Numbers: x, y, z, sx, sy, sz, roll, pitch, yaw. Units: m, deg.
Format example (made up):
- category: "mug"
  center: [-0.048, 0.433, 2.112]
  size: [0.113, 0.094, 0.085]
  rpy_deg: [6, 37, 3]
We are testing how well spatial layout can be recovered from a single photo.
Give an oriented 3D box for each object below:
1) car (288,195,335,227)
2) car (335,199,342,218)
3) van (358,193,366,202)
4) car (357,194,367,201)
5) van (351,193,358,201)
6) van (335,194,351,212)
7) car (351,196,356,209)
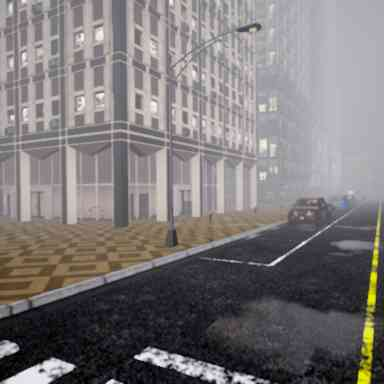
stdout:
- category: "car"
  center: [7.943, 1.265, 22.451]
  size: [2.192, 1.841, 5.009]
  rpy_deg: [-1, 0, 30]
- category: "car"
  center: [10.736, 1.502, 27.244]
  size: [1.947, 1.339, 4.313]
  rpy_deg: [-1, 0, 30]
- category: "van"
  center: [35.523, 1.147, 70.586]
  size: [1.690, 1.788, 3.998]
  rpy_deg: [-1, 0, 30]
- category: "car"
  center: [41.025, 1.321, 80.223]
  size: [1.887, 1.381, 4.507]
  rpy_deg: [-1, 0, 30]
- category: "van"
  center: [21.773, 1.220, 46.494]
  size: [1.690, 1.788, 3.998]
  rpy_deg: [-1, 0, 30]
- category: "van"
  center: [16.274, 1.248, 36.858]
  size: [1.690, 1.788, 3.998]
  rpy_deg: [-1, 0, 30]
- category: "car"
  center: [19.027, 1.475, 41.675]
  size: [1.802, 1.307, 4.206]
  rpy_deg: [-1, 0, 30]
